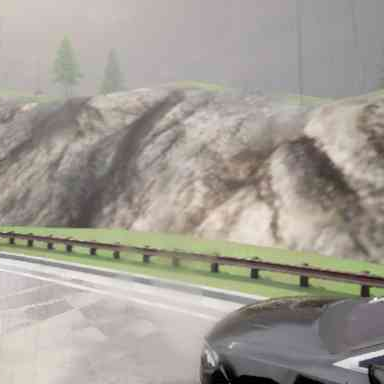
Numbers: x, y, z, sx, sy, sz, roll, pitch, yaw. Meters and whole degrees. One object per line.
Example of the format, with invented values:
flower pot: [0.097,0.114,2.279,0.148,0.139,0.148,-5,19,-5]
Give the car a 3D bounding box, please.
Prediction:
car: [2.291,1.455,2.340,4.902,1.511,2.128,0,0,36]
